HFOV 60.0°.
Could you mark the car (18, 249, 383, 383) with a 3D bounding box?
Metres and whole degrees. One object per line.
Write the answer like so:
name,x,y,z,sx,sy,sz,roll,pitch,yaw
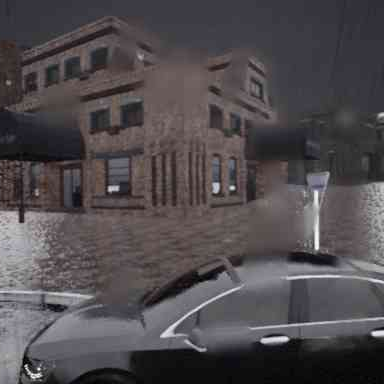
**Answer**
car,0.715,1.476,3.728,4.892,1.490,1.837,-1,0,-3
